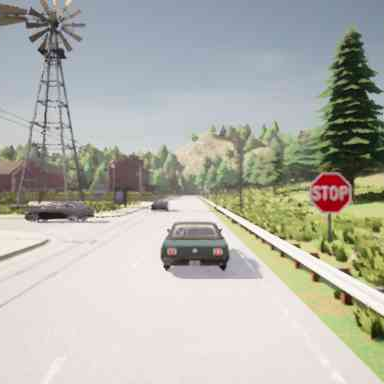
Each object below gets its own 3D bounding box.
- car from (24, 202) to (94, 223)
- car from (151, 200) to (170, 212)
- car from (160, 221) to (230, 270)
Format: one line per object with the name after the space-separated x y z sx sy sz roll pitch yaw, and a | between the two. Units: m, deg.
-9.683 1.458 24.354 4.902 1.511 2.128 0 0 2 | car
-3.584 1.550 38.019 1.895 1.301 4.718 0 0 0 | car
0.087 1.586 10.936 1.895 1.301 4.718 0 0 0 | car
